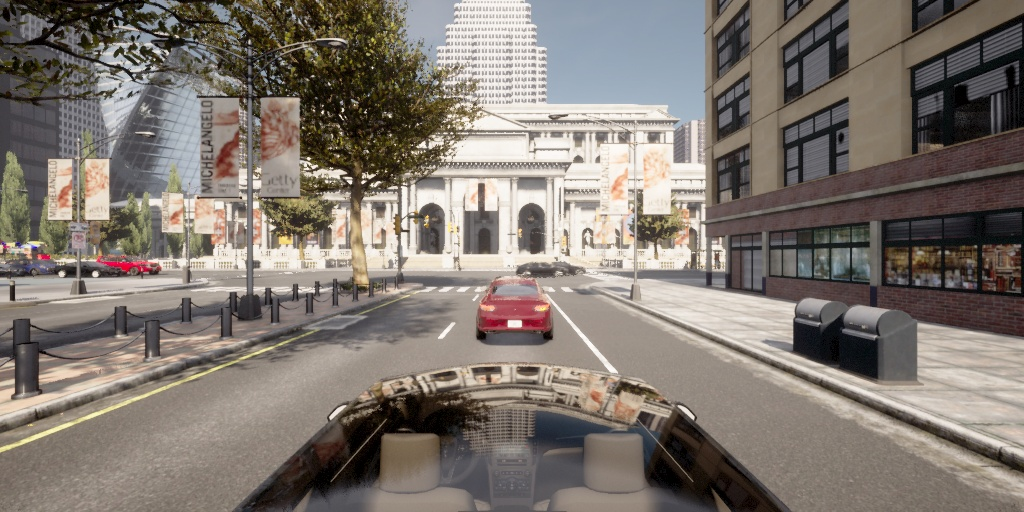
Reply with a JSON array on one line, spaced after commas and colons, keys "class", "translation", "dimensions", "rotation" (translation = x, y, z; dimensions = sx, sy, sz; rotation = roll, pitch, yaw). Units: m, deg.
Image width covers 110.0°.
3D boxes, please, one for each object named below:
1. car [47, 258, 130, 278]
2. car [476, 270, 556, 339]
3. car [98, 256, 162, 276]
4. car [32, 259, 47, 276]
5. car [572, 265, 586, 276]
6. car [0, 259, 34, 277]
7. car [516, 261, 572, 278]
[{"class": "car", "translation": [-39.331, 1.228, 33.392], "dimensions": [5.008, 1.535, 1.882], "rotation": [0, 0, 0]}, {"class": "car", "translation": [0.076, 1.276, 9.924], "dimensions": [1.812, 1.442, 4.674], "rotation": [0, 0, 0]}, {"class": "car", "translation": [-39.522, 0.971, 36.894], "dimensions": [5.566, 2.045, 2.150], "rotation": [0, 0, 0]}, {"class": "car", "translation": [-49.141, 1.102, 36.831], "dimensions": [4.553, 1.767, 2.097], "rotation": [0, 0, -1]}, {"class": "car", "translation": [5.169, 1.275, 36.654], "dimensions": [4.674, 1.442, 1.812], "rotation": [0, 0, 0]}, {"class": "car", "translation": [-48.334, 1.276, 33.358], "dimensions": [4.674, 1.442, 1.812], "rotation": [0, 0, -1]}, {"class": "car", "translation": [2.762, 1.254, 33.172], "dimensions": [4.892, 1.490, 1.837], "rotation": [0, 0, 0]}]
